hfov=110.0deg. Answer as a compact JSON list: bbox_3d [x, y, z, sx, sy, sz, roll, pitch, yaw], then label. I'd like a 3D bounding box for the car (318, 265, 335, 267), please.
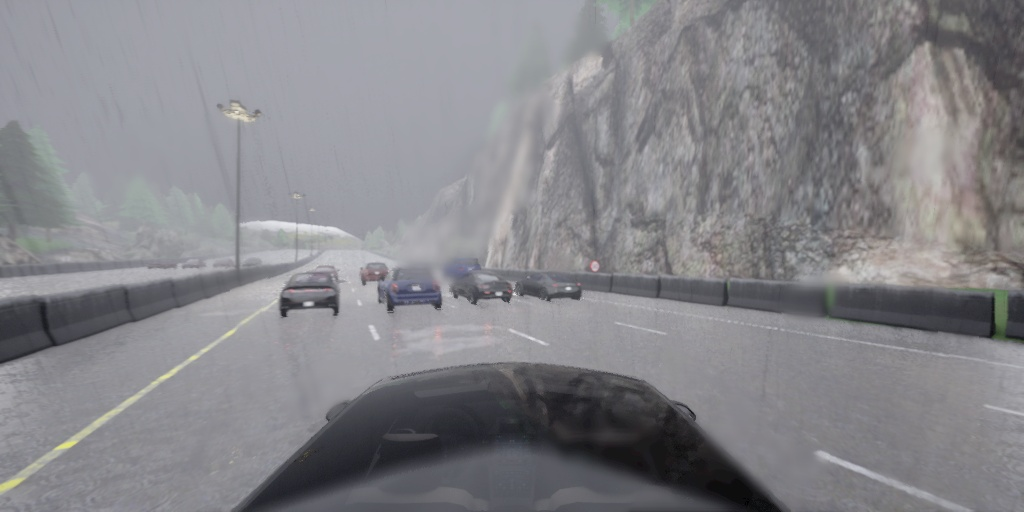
[{"bbox_3d":[-14.372,1.448,27.709,1.812,1.442,4.674,0,0,-25],"label":"car"}]

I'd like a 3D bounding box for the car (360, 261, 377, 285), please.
[{"bbox_3d":[-11.024,1.294,28.825,2.097,1.767,4.553,0,0,-25],"label":"car"}]

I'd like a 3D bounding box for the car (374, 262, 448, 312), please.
[{"bbox_3d":[-4.478,1.243,15.344,2.097,1.767,4.553,0,-1,-25],"label":"car"}]

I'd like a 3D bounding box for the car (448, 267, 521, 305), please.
[{"bbox_3d":[-1.533,1.440,17.299,1.812,1.442,4.674,0,0,-25],"label":"car"}]

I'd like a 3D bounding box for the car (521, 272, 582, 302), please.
[{"bbox_3d":[1.767,1.497,18.510,1.994,1.385,4.181,0,0,-25],"label":"car"}]

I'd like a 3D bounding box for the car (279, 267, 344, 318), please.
[{"bbox_3d":[-7.659,1.366,13.880,2.128,1.511,4.902,0,0,-25],"label":"car"}]

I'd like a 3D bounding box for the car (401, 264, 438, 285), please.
[{"bbox_3d":[-7.907,1.455,30.415,2.128,1.511,4.902,0,0,-25],"label":"car"}]

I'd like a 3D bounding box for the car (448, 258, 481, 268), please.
[{"bbox_3d":[-4.366,1.206,31.109,2.150,2.045,5.566,0,0,-26],"label":"car"}]
